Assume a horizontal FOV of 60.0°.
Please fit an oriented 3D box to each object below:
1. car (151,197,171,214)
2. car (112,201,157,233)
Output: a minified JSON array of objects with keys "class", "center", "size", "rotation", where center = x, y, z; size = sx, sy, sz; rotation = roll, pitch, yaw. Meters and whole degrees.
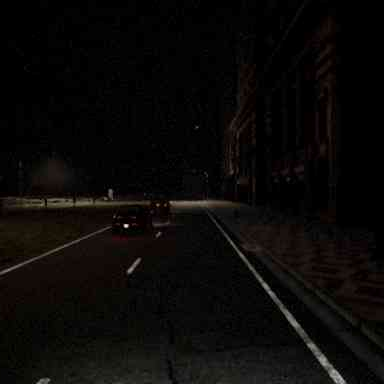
[{"class":"car","center":[-3.412,1.370,35.234],"size":[2.097,1.767,4.553],"rotation":[0,0,0]},{"class":"car","center":[-3.407,1.495,19.632],"size":[1.837,1.490,4.892],"rotation":[0,0,0]}]
